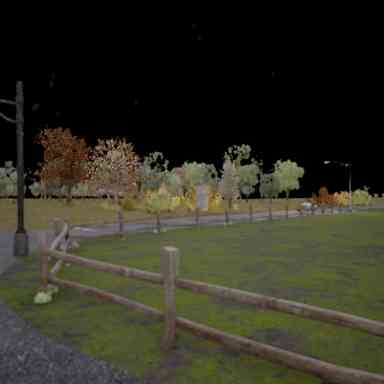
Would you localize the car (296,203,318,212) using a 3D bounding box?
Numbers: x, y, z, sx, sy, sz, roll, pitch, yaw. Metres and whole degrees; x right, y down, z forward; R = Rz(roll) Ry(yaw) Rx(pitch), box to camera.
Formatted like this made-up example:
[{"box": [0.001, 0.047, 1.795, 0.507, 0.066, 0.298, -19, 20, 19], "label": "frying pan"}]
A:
[{"box": [18.484, 2.427, 53.246, 2.033, 1.411, 5.357, -1, -2, 40], "label": "car"}]
